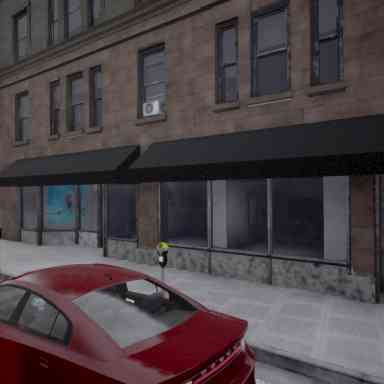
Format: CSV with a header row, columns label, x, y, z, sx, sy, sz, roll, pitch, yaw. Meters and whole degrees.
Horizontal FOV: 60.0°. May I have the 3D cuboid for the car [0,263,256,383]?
label,x,y,z,sx,sy,sz,roll,pitch,yaw
car,-1.501,1.545,3.919,4.507,1.381,1.887,0,0,35
